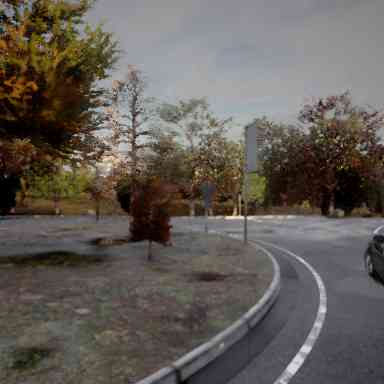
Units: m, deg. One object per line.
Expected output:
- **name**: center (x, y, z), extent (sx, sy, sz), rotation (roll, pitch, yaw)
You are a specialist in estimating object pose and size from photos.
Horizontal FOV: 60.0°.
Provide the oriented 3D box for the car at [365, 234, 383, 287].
- **car**: center (5.370, 1.432, 7.491), extent (2.097, 1.767, 4.553), rotation (0, -1, 20)
